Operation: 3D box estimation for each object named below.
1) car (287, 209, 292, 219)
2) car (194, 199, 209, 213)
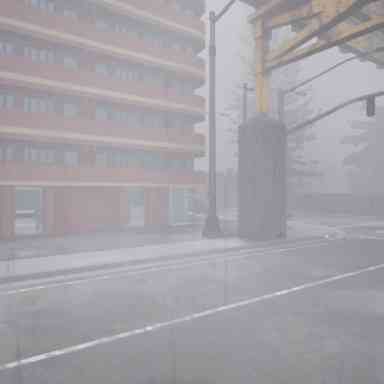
[{"bbox_3d":[6.284,1.526,28.488,1.812,1.442,4.674,0,0,-36],"label":"car"},{"bbox_3d":[0.323,1.478,36.860,1.882,1.535,5.008,0,0,-36],"label":"car"}]
